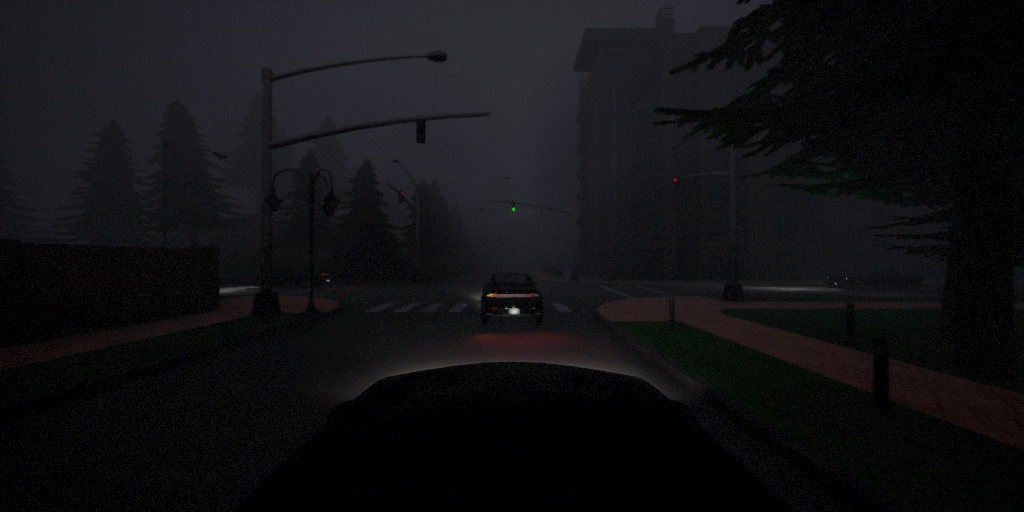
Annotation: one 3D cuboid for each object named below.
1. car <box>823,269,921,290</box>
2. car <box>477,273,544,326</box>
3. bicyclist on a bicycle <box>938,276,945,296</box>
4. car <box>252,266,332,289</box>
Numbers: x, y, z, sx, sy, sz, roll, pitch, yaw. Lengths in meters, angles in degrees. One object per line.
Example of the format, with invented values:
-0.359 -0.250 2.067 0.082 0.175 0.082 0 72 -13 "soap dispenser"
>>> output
23.479 1.505 23.517 4.718 1.301 1.895 0 0 1 "car"
-0.119 1.308 12.121 2.128 1.511 4.902 0 0 -4 "car"
20.102 1.158 16.105 0.582 1.620 1.656 0 -1 1 "bicyclist on a bicycle"
-14.877 1.414 24.356 4.892 1.490 1.837 0 -1 1 "car"
